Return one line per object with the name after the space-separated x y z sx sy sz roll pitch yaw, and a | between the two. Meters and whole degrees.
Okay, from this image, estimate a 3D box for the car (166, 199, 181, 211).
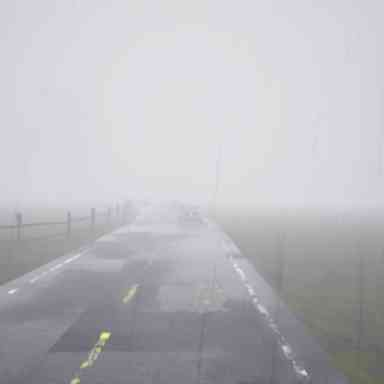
-2.228 1.679 43.953 1.837 1.490 4.892 0 -1 -9 | car

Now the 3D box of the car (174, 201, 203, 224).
-0.208 1.661 25.844 2.033 1.411 5.357 0 0 -3 | car

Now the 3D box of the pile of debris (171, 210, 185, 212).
-1.762 2.342 41.282 1.500 0.140 1.860 0 0 -9 | pile of debris

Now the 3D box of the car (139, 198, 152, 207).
-7.857 1.674 56.131 1.882 1.535 5.008 0 0 -14 | car
